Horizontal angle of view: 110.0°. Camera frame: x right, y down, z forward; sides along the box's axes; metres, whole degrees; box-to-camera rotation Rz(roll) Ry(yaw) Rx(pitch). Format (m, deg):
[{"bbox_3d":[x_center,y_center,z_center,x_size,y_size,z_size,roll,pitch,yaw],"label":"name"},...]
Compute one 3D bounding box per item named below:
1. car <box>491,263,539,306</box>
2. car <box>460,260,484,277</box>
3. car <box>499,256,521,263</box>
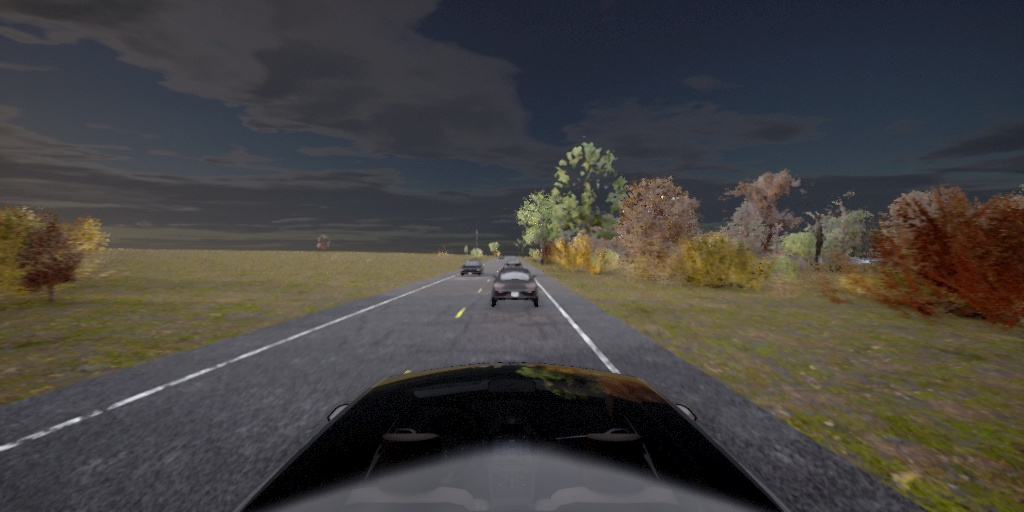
[{"bbox_3d":[0.108,1.189,15.154,1.812,1.442,4.674,0,0,0],"label":"car"},{"bbox_3d":[-3.575,1.097,33.210,2.033,1.411,5.357,0,0,0],"label":"car"},{"bbox_3d":[0.116,1.041,33.172,2.128,1.511,4.902,0,0,0],"label":"car"}]
